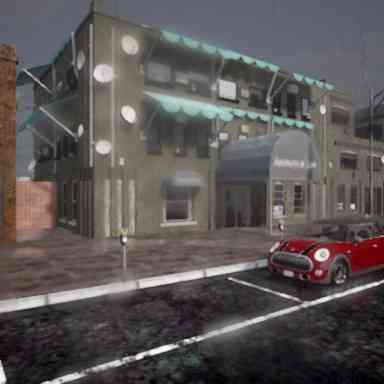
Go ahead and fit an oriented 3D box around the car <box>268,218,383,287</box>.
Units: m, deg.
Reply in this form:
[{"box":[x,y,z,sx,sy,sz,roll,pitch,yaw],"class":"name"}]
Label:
[{"box":[4.023,1.519,9.438,4.097,1.590,1.967,1,-1,-36],"class":"car"}]
